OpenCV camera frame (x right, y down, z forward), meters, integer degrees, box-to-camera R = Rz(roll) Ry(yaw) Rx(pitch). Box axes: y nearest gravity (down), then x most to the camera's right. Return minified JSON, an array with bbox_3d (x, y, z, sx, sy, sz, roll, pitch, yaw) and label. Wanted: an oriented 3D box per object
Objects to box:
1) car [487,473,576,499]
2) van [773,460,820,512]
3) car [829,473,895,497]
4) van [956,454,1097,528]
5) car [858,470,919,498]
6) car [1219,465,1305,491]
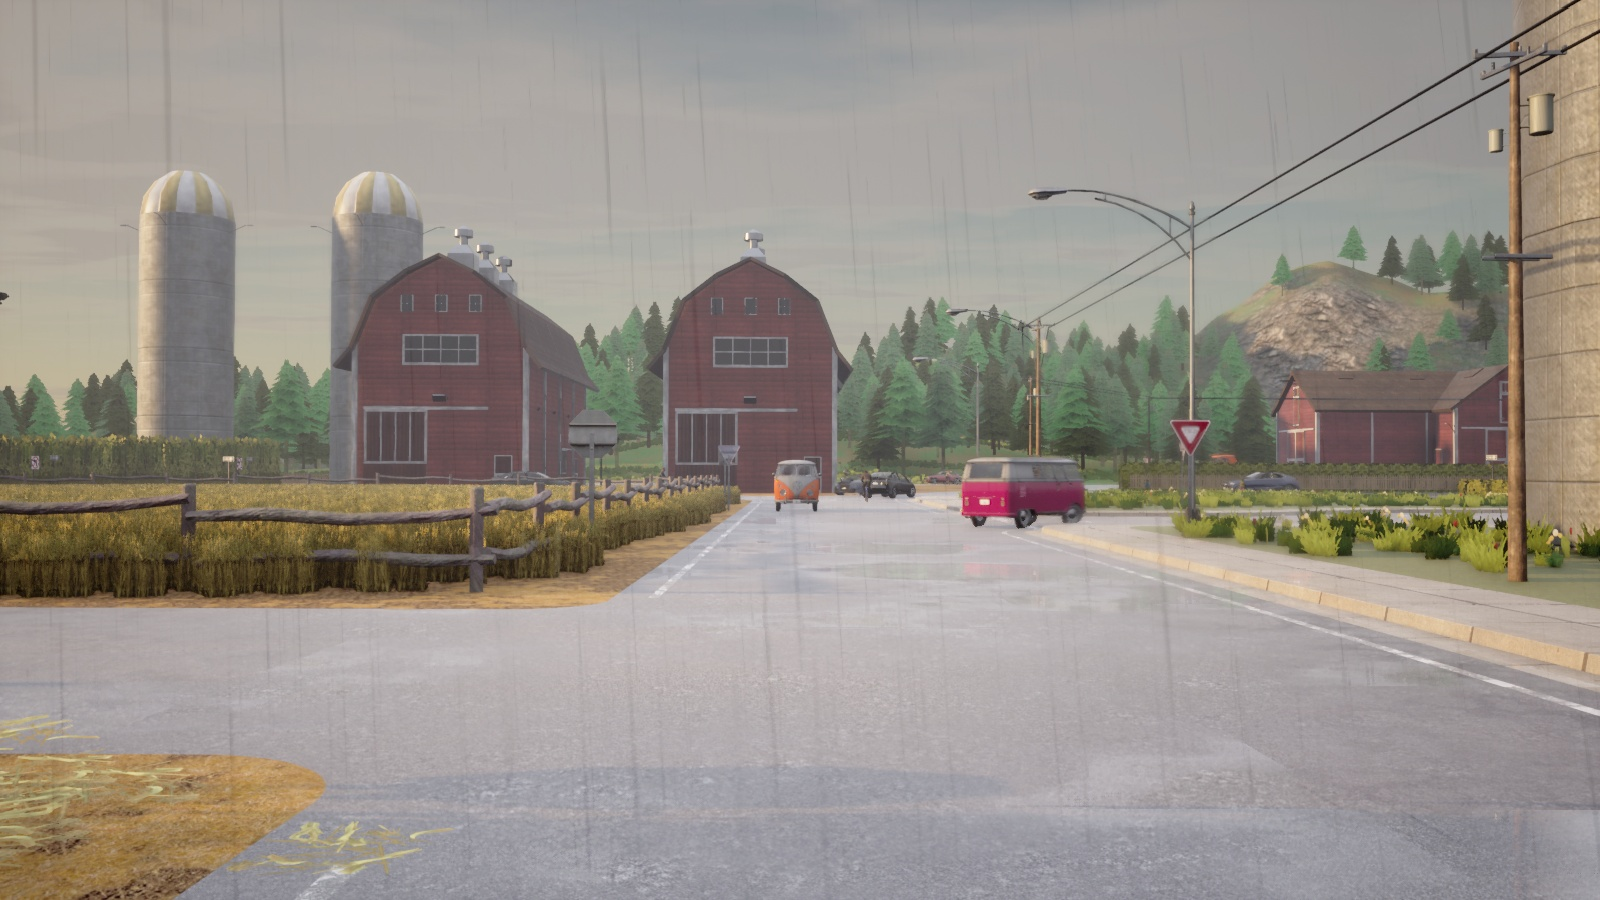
[{"bbox_3d":[-15.689,2.115,73.613,4.892,1.490,1.837,0,-1,-3],"label":"car"},{"bbox_3d":[-0.120,1.403,49.858,1.775,1.987,4.442,0,-1,0],"label":"van"},{"bbox_3d":[3.860,2.123,77.236,1.994,1.385,4.181,-1,-1,38],"label":"car"},{"bbox_3d":[6.544,1.143,35.934,1.775,1.987,4.442,-2,-2,44],"label":"van"},{"bbox_3d":[5.197,1.937,72.884,2.007,1.525,4.514,-1,-1,26],"label":"car"},{"bbox_3d":[31.287,1.894,85.184,5.027,1.651,2.152,0,-1,0],"label":"car"}]
